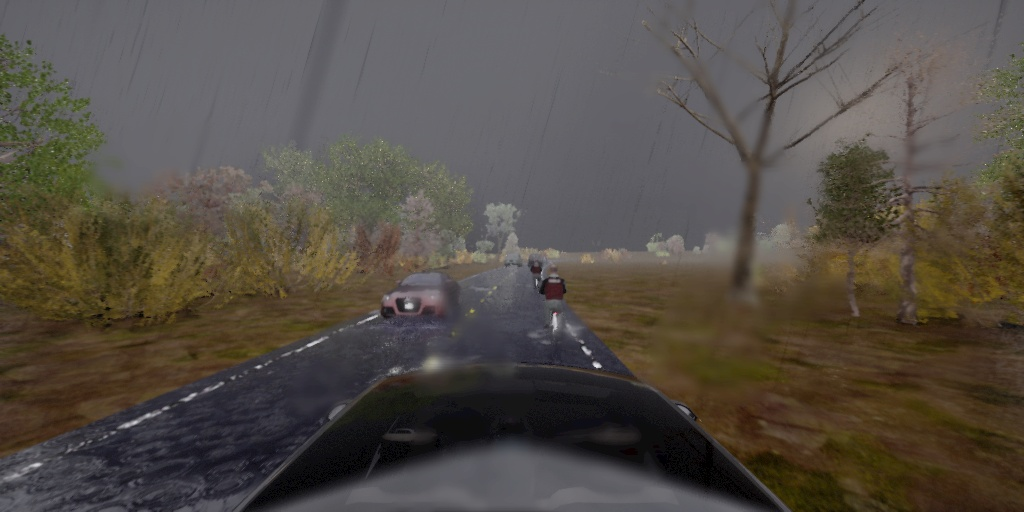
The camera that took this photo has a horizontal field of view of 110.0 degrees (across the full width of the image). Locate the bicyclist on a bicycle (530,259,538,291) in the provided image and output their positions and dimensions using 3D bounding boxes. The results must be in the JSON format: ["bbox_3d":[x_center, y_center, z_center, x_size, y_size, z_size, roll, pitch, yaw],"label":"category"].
[{"bbox_3d":[1.207,1.015,17.805,0.659,1.776,1.843,0,1,2],"label":"bicyclist on a bicycle"}]

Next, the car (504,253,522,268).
[{"bbox_3d":[0.229,0.641,53.519,2.150,2.045,5.566,0,0,7],"label":"car"}]

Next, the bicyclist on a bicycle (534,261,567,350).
[{"bbox_3d":[0.917,1.078,8.057,0.659,1.776,1.843,0,1,1],"label":"bicyclist on a bicycle"}]

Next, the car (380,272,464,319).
[{"bbox_3d":[-2.899,1.243,12.302,1.994,1.385,4.181,0,0,2],"label":"car"}]

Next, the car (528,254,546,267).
[{"bbox_3d":[3.739,0.630,55.864,2.150,2.045,5.566,0,0,7],"label":"car"}]
